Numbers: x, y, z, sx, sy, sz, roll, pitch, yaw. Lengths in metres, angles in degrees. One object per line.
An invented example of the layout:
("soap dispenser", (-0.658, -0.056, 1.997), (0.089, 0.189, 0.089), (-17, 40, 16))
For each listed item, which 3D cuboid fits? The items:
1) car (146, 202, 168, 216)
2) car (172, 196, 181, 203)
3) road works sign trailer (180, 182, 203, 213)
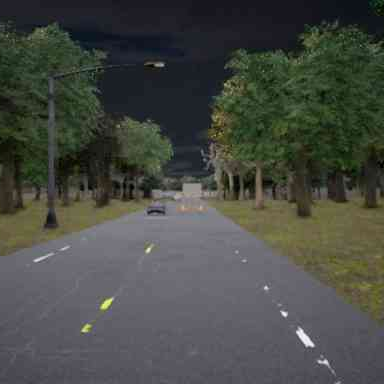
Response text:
("car", (-3.576, 1.722, 35.075), (2.033, 1.411, 5.357), (0, 0, 0))
("car", (-3.460, 1.658, 75.853), (1.812, 1.442, 4.674), (0, 0, 0))
("road works sign trailer", (0.020, 0.654, 39.227), (2.380, 3.560, 2.880), (0, 0, 0))
